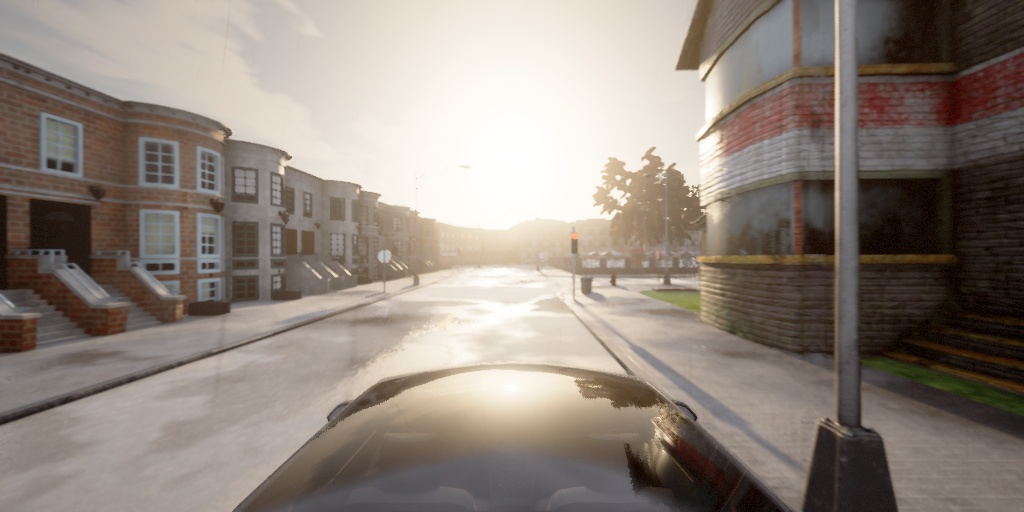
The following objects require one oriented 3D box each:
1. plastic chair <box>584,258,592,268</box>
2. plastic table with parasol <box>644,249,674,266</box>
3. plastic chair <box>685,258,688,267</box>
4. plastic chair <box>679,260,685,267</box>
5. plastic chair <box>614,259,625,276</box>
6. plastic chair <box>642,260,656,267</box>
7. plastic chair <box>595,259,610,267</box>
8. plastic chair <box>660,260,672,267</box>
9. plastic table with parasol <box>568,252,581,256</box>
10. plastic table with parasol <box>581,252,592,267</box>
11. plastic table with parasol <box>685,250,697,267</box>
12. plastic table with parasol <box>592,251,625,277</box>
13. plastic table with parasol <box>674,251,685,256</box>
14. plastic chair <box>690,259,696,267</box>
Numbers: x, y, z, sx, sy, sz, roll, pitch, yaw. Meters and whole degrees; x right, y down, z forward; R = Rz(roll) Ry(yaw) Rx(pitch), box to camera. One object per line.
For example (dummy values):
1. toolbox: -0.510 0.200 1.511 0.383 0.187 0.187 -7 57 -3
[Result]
1. plastic chair: 9.408 1.222 42.983 0.730 1.272 0.750 0 0 -39
2. plastic table with parasol: 16.050 0.587 40.100 2.482 2.480 2.482 0 0 -39
3. plastic chair: 21.935 1.138 46.486 0.730 1.272 0.750 0 0 -40
4. plastic chair: 19.966 1.161 43.054 0.750 1.272 0.730 0 0 -34
5. plastic chair: 11.682 1.249 38.216 0.750 1.272 0.730 0 0 -34
6. plastic chair: 15.004 1.210 39.377 0.730 1.272 0.750 0 0 -39
7. plastic chair: 9.755 1.261 38.485 0.730 1.272 0.750 0 0 -39
8. plastic chair: 16.931 1.186 39.108 0.750 1.272 0.730 0 0 -34
9. plastic table with parasol: 11.139 0.534 57.784 2.482 2.480 2.482 0 0 -37
10. plastic table with parasol: 10.453 0.615 43.706 2.482 2.480 2.482 0 0 -39
11. plastic table with parasol: 22.958 0.457 47.214 2.482 2.480 2.482 0 0 -38
12. plastic table with parasol: 10.801 0.650 39.208 2.482 2.480 2.482 0 0 -39
13. plastic table with parasol: 19.098 0.534 44.025 2.482 2.480 2.482 0 0 -40
14. plastic chair: 23.781 1.120 46.204 0.750 1.272 0.730 0 0 -32
